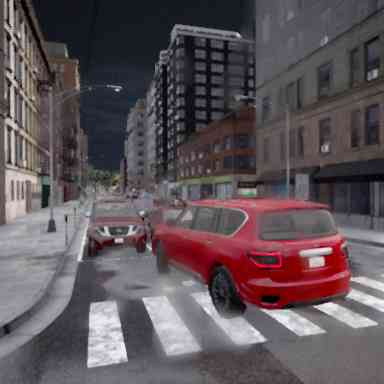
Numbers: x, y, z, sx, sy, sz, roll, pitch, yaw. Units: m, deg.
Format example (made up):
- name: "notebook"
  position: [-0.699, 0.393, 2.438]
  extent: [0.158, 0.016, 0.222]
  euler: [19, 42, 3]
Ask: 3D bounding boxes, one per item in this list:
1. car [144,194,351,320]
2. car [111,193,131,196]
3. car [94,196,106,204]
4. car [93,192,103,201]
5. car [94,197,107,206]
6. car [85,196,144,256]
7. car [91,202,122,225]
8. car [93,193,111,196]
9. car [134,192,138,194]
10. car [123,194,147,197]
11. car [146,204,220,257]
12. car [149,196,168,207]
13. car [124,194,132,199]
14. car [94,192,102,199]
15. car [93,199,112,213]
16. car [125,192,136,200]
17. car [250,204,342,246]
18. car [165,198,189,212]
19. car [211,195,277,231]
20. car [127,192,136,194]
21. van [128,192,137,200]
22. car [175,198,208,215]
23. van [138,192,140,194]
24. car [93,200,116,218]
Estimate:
- name: "car"
  position: [0.826, 1.164, 7.598]
  extent: [2.150, 2.045, 5.566]
  euler: [-1, 1, -25]
- name: "car"
  position: [-9.757, 1.310, 45.516]
  extent: [2.128, 1.511, 4.902]
  euler: [0, 0, -16]
- name: "car"
  position: [-15.798, 1.363, 56.832]
  extent: [1.947, 1.339, 4.313]
  euler: [0, 0, -16]
- name: "car"
  position: [-22.163, 1.036, 78.634]
  extent: [2.192, 1.841, 5.009]
  euler: [0, 0, -16]
- name: "car"
  position: [-14.207, 1.397, 51.381]
  extent: [1.802, 1.307, 4.206]
  euler: [0, 0, -16]
- name: "car"
  position: [-3.072, 1.254, 13.223]
  extent: [2.192, 1.841, 5.009]
  euler: [0, 0, -16]
- name: "car"
  position: [-6.252, 1.470, 24.126]
  extent: [1.947, 1.339, 4.313]
  euler: [0, 0, -16]
- name: "car"
  position: [-12.617, 1.273, 45.929]
  extent: [1.967, 1.590, 4.097]
  euler: [0, 0, -16]
- name: "car"
  position: [-9.676, 1.269, 64.528]
  extent: [2.008, 1.369, 4.403]
  euler: [0, 0, -16]
- name: "car"
  position: [-3.591, 1.242, 24.074]
  extent: [2.097, 1.767, 4.553]
  euler: [0, 0, -16]
- name: "car"
  position: [-0.616, 1.397, 13.867]
  extent: [1.882, 1.535, 5.008]
  euler: [0, 0, -16]
- name: "car"
  position: [-4.905, 1.318, 48.173]
  extent: [1.887, 1.381, 4.507]
  euler: [0, 0, -16]
- name: "car"
  position: [-17.626, 1.203, 91.787]
  extent: [1.802, 1.307, 4.206]
  euler: [0, 0, -16]
- name: "car"
  position: [-25.344, 0.997, 89.536]
  extent: [2.192, 1.841, 5.009]
  euler: [0, 0, -16]
- name: "car"
  position: [-9.434, 1.451, 35.028]
  extent: [1.802, 1.307, 4.206]
  euler: [0, 0, -16]
- name: "car"
  position: [-16.037, 0.956, 86.334]
  extent: [2.192, 1.841, 5.009]
  euler: [0, 0, -16]
- name: "car"
  position: [4.588, 1.403, 15.626]
  extent: [1.752, 1.417, 4.829]
  euler: [0, 0, -16]
- name: "car"
  position: [-1.725, 1.391, 37.270]
  extent: [1.802, 1.307, 4.206]
  euler: [0, 0, -16]
- name: "car"
  position: [3.044, 1.176, 20.913]
  extent: [2.192, 1.841, 5.009]
  euler: [0, 0, -16]
- name: "car"
  position: [-12.857, 0.995, 75.430]
  extent: [2.192, 1.841, 5.009]
  euler: [0, 0, -16]
- name: "van"
  position: [-14.447, 1.002, 80.882]
  extent: [1.690, 1.788, 3.998]
  euler: [0, 0, -16]
- name: "car"
  position: [-0.135, 1.371, 31.818]
  extent: [1.887, 1.381, 4.507]
  euler: [0, 0, -16]
- name: "van"
  position: [-8.086, 1.078, 59.075]
  extent: [1.690, 1.788, 3.998]
  euler: [0, 0, -16]
- name: "car"
  position: [-7.843, 1.432, 29.577]
  extent: [1.887, 1.381, 4.507]
  euler: [0, 0, -16]
